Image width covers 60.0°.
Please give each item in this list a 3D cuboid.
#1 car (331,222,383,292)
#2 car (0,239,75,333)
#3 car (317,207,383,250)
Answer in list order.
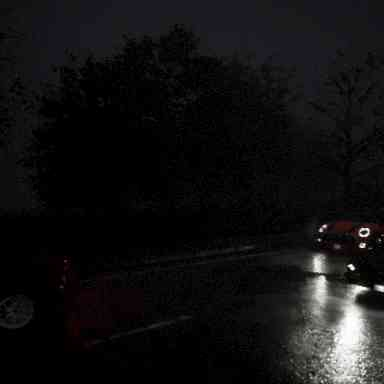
[{"bbox_3d":[5.996,1.583,8.269,5.357,1.411,2.033,1,0,-35],"label":"car"},{"bbox_3d":[-4.510,1.478,5.284,5.008,1.535,1.882,0,0,-33],"label":"car"},{"bbox_3d":[7.089,1.423,13.370,4.553,1.767,2.097,1,0,-36],"label":"car"}]
